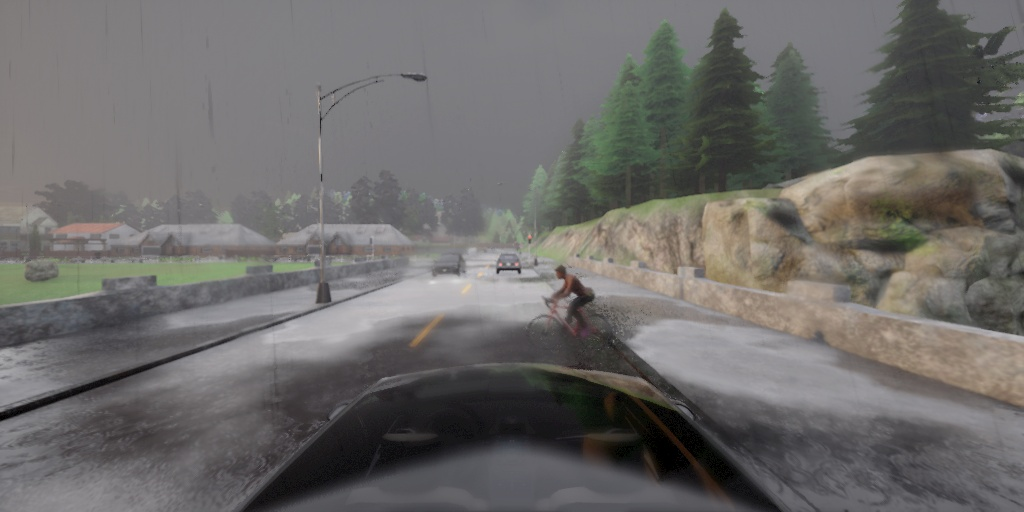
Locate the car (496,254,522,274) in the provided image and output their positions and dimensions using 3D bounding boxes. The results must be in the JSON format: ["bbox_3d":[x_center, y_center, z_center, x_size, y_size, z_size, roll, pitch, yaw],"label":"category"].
[{"bbox_3d":[-0.245,0.535,26.832,2.033,1.411,5.357,0,2,0],"label":"car"}]

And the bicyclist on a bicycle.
[{"bbox_3d":[1.109,1.003,6.886,1.656,1.620,0.582,-1,2,-1],"label":"bicyclist on a bicycle"}]

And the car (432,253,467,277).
[{"bbox_3d":[-4.233,0.596,24.762,1.837,1.490,4.892,0,2,-1],"label":"car"}]
